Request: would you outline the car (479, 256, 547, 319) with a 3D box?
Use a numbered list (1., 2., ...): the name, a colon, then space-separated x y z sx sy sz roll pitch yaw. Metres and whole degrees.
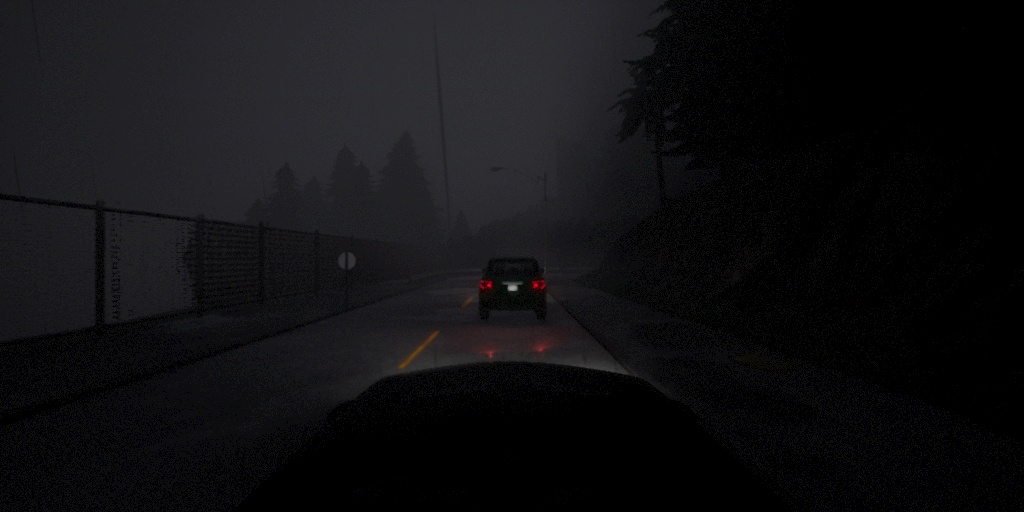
1. car: 0.043 1.028 13.172 2.150 2.045 5.566 0 0 1
